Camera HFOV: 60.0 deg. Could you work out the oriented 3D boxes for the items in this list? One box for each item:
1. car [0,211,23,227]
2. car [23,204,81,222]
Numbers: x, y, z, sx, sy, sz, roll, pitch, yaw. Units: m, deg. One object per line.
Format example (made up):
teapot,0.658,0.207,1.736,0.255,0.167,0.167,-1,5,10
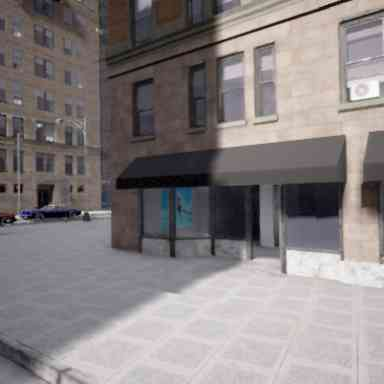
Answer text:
car,-13.500,1.656,20.639,1.895,1.301,4.718,-1,-1,34
car,-11.925,1.714,28.149,1.895,1.301,4.718,-1,-1,35
